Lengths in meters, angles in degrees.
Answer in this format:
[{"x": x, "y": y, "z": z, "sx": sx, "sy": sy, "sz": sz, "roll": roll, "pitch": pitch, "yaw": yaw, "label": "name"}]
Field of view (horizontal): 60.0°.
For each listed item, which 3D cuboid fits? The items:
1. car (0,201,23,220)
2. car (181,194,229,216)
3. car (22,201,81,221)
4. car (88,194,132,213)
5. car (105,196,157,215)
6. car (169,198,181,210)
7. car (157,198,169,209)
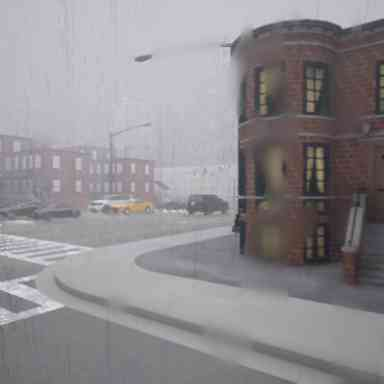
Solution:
[{"x": -14.776, "y": 1.548, "z": 29.408, "sx": 2.128, "sy": 1.511, "sz": 4.902, "roll": 0, "pitch": 0, "yaw": 36, "label": "car"}, {"x": 1.633, "y": 1.256, "z": 33.997, "sx": 2.150, "sy": 2.045, "sz": 5.566, "roll": 0, "pitch": 0, "yaw": 35, "label": "car"}, {"x": -11.490, "y": 1.614, "z": 27.983, "sx": 1.994, "sy": 1.385, "sz": 4.181, "roll": 0, "pitch": 0, "yaw": 36, "label": "car"}, {"x": -8.974, "y": 1.278, "z": 37.541, "sx": 2.150, "sy": 2.045, "sz": 5.566, "roll": 0, "pitch": 0, "yaw": 36, "label": "car"}, {"x": -6.340, "y": 1.527, "z": 35.207, "sx": 1.882, "sy": 1.535, "sz": 5.008, "roll": 0, "pitch": 0, "yaw": 35, "label": "car"}, {"x": -0.592, "y": 1.614, "z": 43.245, "sx": 1.994, "sy": 1.385, "sz": 4.181, "roll": 0, "pitch": 0, "yaw": 36, "label": "car"}, {"x": -2.991, "y": 1.582, "z": 45.896, "sx": 1.812, "sy": 1.442, "sz": 4.674, "roll": 0, "pitch": 0, "yaw": 36, "label": "car"}]
